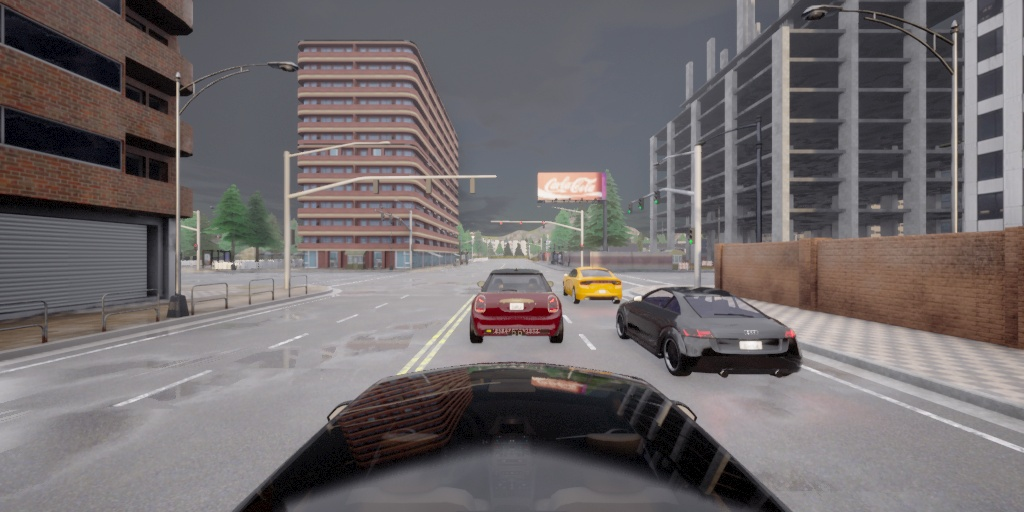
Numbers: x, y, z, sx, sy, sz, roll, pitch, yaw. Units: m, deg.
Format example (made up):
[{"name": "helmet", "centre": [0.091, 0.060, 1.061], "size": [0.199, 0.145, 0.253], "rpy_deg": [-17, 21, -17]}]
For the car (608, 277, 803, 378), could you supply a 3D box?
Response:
[{"name": "car", "centre": [3.598, 1.314, 7.410], "size": [1.994, 1.385, 4.181], "rpy_deg": [0, 0, 0]}]

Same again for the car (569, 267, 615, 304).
[{"name": "car", "centre": [3.498, 1.227, 16.343], "size": [1.882, 1.535, 5.008], "rpy_deg": [0, 0, 0]}]

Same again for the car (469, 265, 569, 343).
[{"name": "car", "centre": [0.100, 1.102, 9.814], "size": [2.097, 1.767, 4.553], "rpy_deg": [0, 0, 0]}]
